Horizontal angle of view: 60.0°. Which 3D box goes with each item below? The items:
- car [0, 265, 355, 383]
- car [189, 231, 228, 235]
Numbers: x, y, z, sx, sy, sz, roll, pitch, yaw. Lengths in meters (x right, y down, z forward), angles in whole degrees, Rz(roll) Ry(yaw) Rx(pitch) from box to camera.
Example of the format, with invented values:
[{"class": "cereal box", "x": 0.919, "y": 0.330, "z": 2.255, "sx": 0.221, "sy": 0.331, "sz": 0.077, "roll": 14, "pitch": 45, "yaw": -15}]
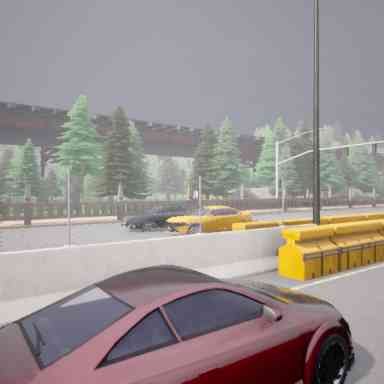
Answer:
[{"class": "car", "x": -0.049, "y": 1.564, "z": 3.712, "sx": 4.181, "sy": 1.385, "sz": 1.994, "roll": 0, "pitch": 0, "yaw": -36}, {"class": "car", "x": 0.934, "y": 1.477, "z": 17.502, "sx": 5.008, "sy": 1.535, "sz": 1.882, "roll": 0, "pitch": 0, "yaw": -35}]
